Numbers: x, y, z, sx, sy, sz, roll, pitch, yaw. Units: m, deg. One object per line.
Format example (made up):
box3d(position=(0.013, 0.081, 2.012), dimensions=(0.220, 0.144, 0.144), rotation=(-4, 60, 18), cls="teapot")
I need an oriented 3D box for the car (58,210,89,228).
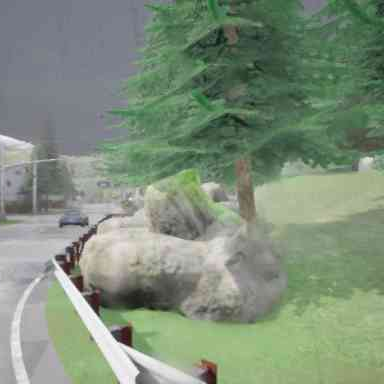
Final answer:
box3d(position=(-9.878, 2.214, 27.937), dimensions=(1.994, 1.385, 4.181), rotation=(0, -1, -12), cls="car")
